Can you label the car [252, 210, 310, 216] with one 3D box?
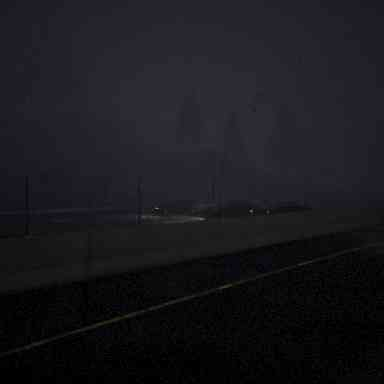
[{"bbox_3d":[6.263,1.378,23.671,4.718,1.301,1.895,-1,0,-37],"label":"car"}]
